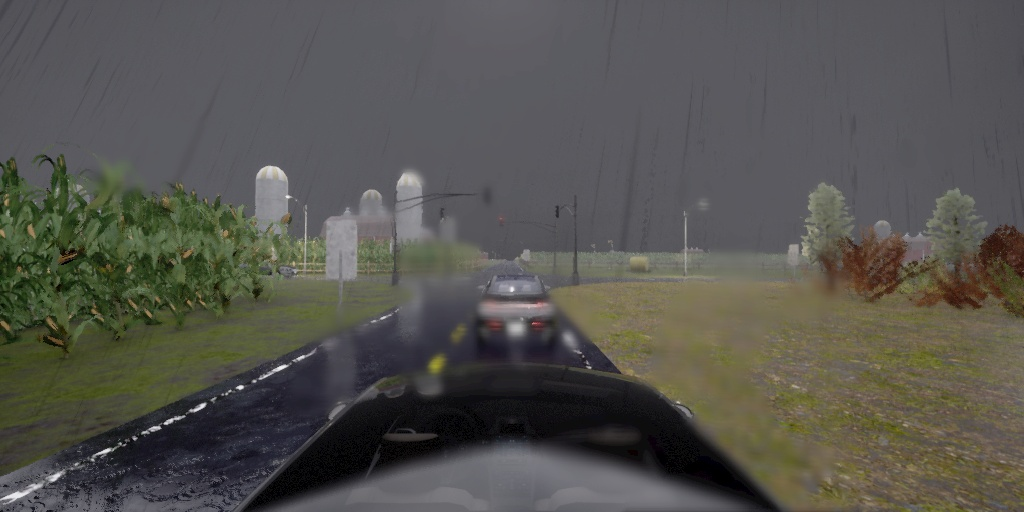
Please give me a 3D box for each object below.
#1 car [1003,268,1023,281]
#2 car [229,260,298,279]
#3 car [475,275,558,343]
[{"bbox_3d":[48.659,1.719,33.524,4.674,1.442,1.812,1,-1,-5],"label":"car"},{"bbox_3d":[-19.947,1.058,28.811,4.902,1.511,2.128,1,-1,-4],"label":"car"},{"bbox_3d":[0.099,1.245,9.660,2.128,1.511,4.902,0,0,0],"label":"car"}]
